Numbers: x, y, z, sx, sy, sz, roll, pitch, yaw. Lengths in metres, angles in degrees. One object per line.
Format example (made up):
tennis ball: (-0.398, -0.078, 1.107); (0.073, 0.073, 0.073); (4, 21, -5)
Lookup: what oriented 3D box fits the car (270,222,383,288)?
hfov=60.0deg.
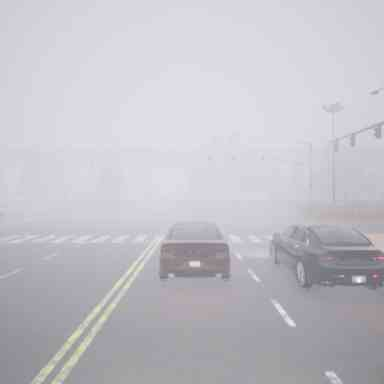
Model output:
car: (3.580, 1.622, 9.520); (1.837, 1.490, 4.892); (0, 0, 0)

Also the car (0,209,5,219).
car: (-20.275, 1.856, 31.280); (5.008, 1.535, 1.882); (0, -1, 0)

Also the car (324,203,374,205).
car: (18.007, 2.025, 38.305); (4.181, 1.385, 1.994); (0, -1, 0)

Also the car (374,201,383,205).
car: (20.525, 2.050, 41.793); (5.357, 1.411, 2.033); (0, -1, 0)

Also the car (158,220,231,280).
car: (0.067, 1.605, 10.439); (1.882, 1.535, 5.008); (0, -1, 0)

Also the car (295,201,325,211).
car: (16.609, 2.050, 45.310); (4.892, 1.490, 1.837); (0, -1, 0)
